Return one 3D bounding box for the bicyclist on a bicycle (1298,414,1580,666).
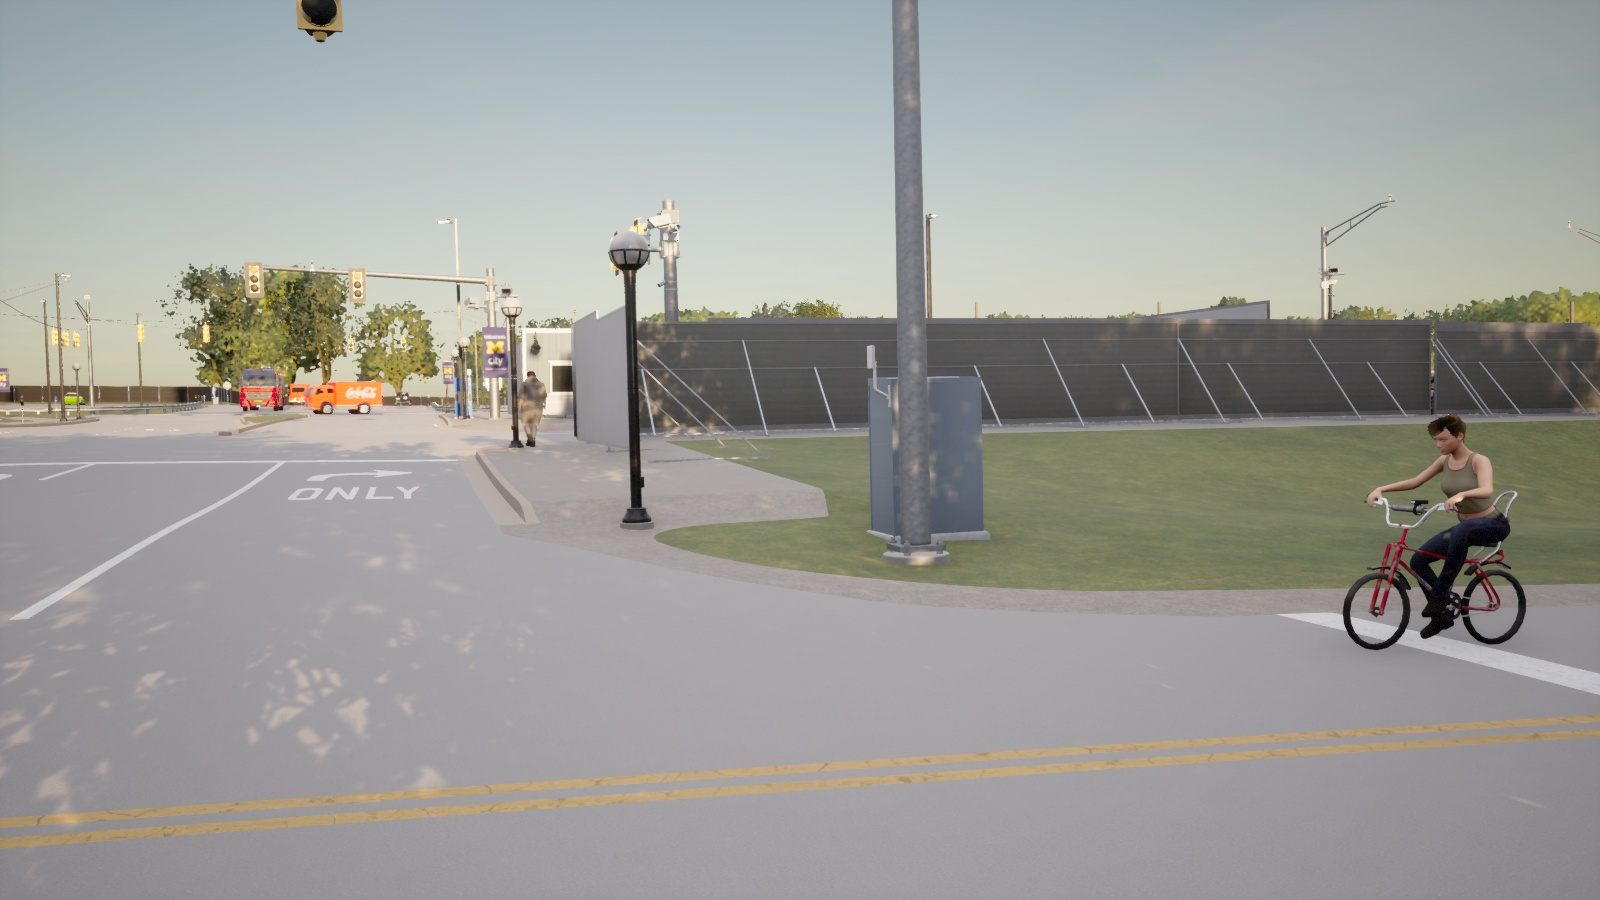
[{"bbox_3d":[4.373,0.569,8.649,1.509,1.612,0.866,0,1,-14],"label":"bicyclist on a bicycle"}]

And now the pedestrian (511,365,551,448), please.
[{"bbox_3d":[-6.492,-1.045,30.273,0.659,1.952,0.873,-3,3,-29],"label":"pedestrian"}]
